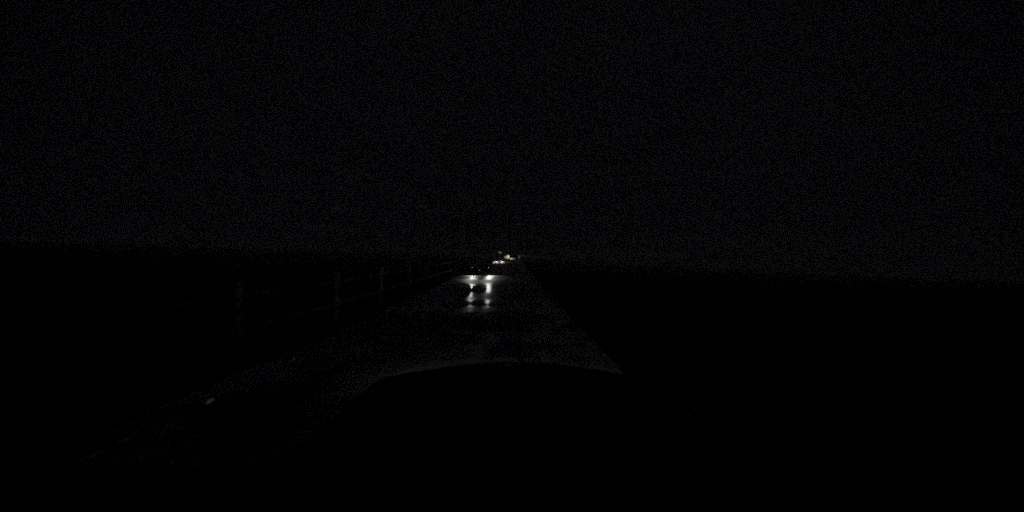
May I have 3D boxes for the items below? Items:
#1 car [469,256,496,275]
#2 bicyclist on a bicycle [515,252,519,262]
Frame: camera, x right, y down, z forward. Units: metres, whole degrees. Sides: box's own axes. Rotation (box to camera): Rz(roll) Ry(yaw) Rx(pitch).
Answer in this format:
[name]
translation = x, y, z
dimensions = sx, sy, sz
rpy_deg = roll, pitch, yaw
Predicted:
[car]
translation = -2.820, 0.947, 33.621
dimensions = 1.837, 1.490, 4.892
rpy_deg = 0, 1, 0
[bicyclist on a bicycle]
translation = 0.885, 0.325, 62.994
dimensions = 0.659, 1.776, 1.843
rpy_deg = 0, 1, 0
